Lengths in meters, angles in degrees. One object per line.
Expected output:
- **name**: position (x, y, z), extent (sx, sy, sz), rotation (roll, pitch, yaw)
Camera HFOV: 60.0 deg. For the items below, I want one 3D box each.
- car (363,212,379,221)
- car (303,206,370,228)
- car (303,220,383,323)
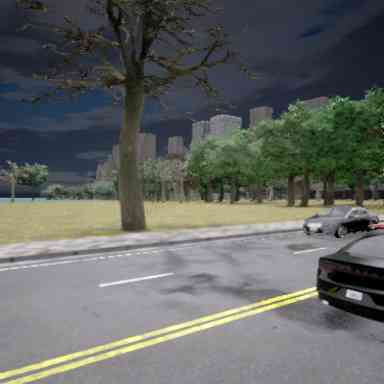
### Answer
- **car**: position (9.785, 1.614, 14.652), extent (4.718, 1.301, 1.895), rotation (0, 0, -35)
- **car**: position (7.762, 1.504, 17.198), extent (4.902, 1.511, 2.128), rotation (0, 0, -35)
- **car**: position (4.582, 1.482, 6.704), extent (5.008, 1.535, 1.882), rotation (0, 0, -35)
